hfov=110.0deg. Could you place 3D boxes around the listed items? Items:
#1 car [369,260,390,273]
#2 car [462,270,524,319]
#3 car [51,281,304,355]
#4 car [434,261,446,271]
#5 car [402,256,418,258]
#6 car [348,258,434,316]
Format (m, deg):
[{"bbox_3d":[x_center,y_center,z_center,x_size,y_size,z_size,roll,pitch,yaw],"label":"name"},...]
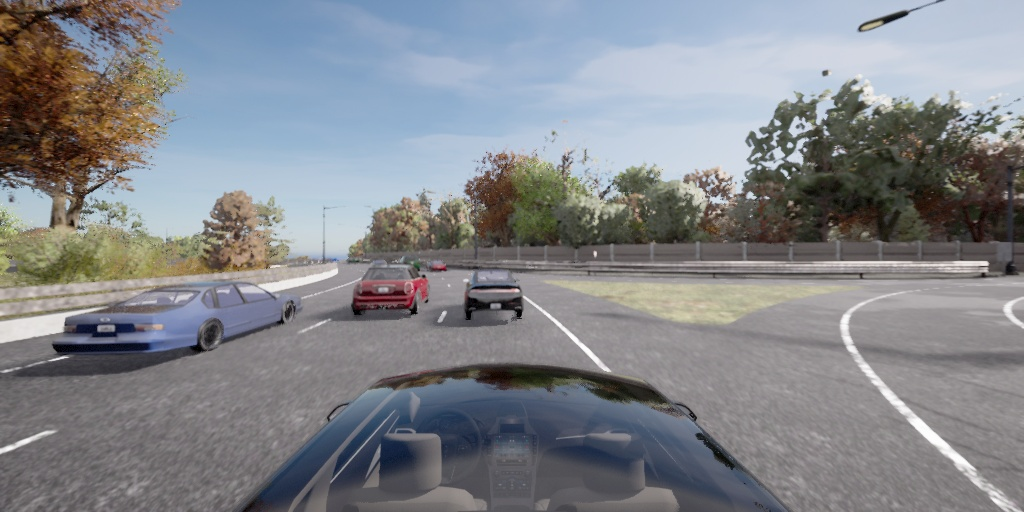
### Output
[{"bbox_3d":[-16.694,1.257,44.972,2.128,1.511,4.902,0,0,-24],"label":"car"},{"bbox_3d":[-0.737,1.233,12.777,2.128,1.511,4.902,0,0,-6],"label":"car"},{"bbox_3d":[-7.310,1.315,8.792,2.033,1.411,5.357,0,0,-4],"label":"car"},{"bbox_3d":[-10.042,1.304,47.242,1.994,1.385,4.181,0,0,-24],"label":"car"},{"bbox_3d":[-13.001,0.975,45.271,2.150,2.045,5.566,0,0,-23],"label":"car"},{"bbox_3d":[-4.384,1.105,13.619,2.097,1.767,4.553,0,0,-7],"label":"car"}]
